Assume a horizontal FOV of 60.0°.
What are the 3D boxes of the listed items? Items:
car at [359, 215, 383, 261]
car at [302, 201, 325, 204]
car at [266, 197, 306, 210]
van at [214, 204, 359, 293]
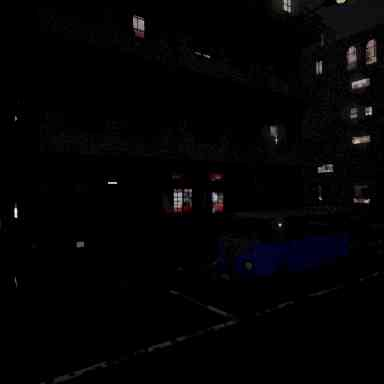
[{"bbox_3d":[6.829,1.546,11.948,4.403,1.369,2.008,0,-1,-37],"label":"car"},{"bbox_3d":[11.688,1.537,30.911,1.895,1.301,4.718,-1,1,-38],"label":"car"},{"bbox_3d":[11.553,1.352,40.963,1.887,1.381,4.507,-1,1,-37],"label":"car"},{"bbox_3d":[2.399,1.338,8.555,3.998,1.788,1.690,0,-1,-37],"label":"van"}]
